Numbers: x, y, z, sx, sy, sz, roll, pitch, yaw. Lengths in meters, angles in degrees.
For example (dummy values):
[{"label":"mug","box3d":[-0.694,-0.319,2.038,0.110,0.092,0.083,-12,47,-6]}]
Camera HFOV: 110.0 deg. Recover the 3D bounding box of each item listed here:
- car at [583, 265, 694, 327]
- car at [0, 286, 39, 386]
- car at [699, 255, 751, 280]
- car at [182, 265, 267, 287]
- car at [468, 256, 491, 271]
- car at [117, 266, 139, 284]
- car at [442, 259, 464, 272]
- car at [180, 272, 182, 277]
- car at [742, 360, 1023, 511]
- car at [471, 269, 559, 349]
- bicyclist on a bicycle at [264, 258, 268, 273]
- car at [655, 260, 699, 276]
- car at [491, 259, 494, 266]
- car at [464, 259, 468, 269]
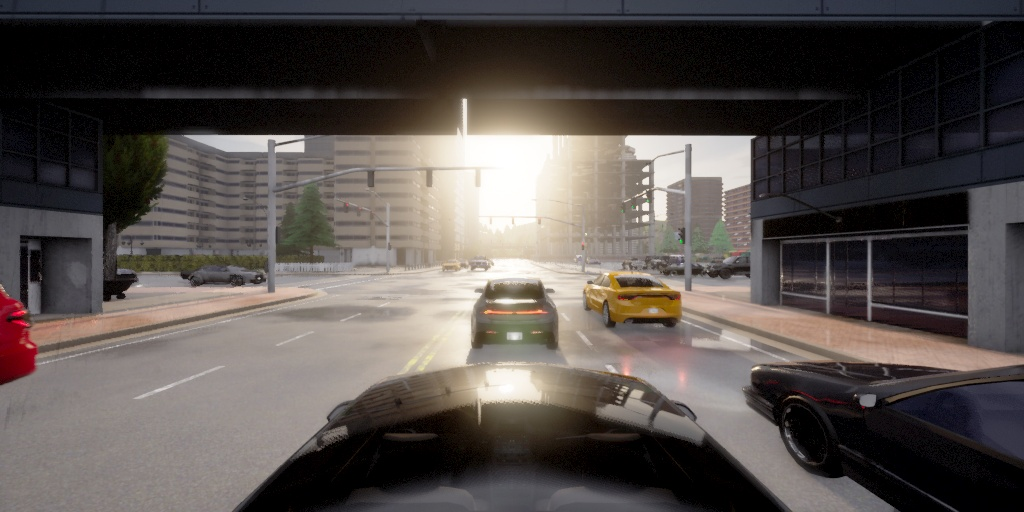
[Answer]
[{"label":"car","box3d":[3.578,1.228,11.513,1.882,1.535,5.008,0,0,0]},{"label":"car","box3d":[-7.100,0.971,2.139,2.150,2.045,5.566,0,0,0]},{"label":"car","box3d":[19.904,0.971,31.375,5.566,2.045,2.150,0,0,1]},{"label":"car","box3d":[-18.902,1.314,23.962,4.181,1.385,1.994,0,0,0]},{"label":"car","box3d":[-4.506,0.971,50.558,2.150,2.045,5.566,0,0,0]},{"label":"car","box3d":[-27.926,1.102,23.919,4.553,1.767,2.097,0,0,0]},{"label":"car","box3d":[-7.990,1.228,47.676,1.882,1.535,5.008,0,0,0]},{"label":"car","box3d":[-22.261,1.351,27.442,4.718,1.301,1.895,0,0,0]},{"label":"car","box3d":[3.600,1.297,1.687,2.033,1.411,5.357,0,0,0]},{"label":"car","box3d":[0.066,1.255,9.143,1.837,1.490,4.892,0,0,0]},{"label":"bicyclist on a bicycle","box3d":[-25.995,1.051,38.409,0.582,1.620,1.656,0,0,0]},{"label":"car","box3d":[16.892,1.351,34.914,4.718,1.301,1.895,0,0,0]},{"label":"car","box3d":[-4.550,1.241,60.299,2.128,1.511,4.902,0,0,0]},{"label":"car","box3d":[-8.041,1.228,57.249,1.882,1.535,5.008,0,0,0]}]
